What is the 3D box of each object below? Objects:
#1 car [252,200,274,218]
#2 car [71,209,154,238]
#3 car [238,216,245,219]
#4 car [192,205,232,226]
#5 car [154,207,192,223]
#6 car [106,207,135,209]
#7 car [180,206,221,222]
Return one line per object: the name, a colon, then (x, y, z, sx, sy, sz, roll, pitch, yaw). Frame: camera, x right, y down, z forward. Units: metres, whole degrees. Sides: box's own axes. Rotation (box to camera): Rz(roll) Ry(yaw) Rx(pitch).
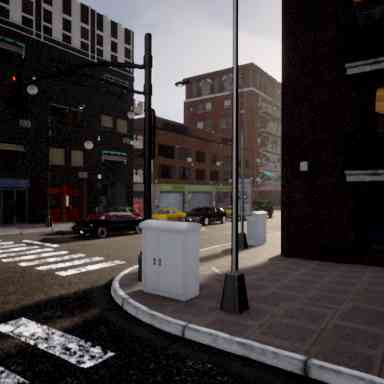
car: (7.151, 1.884, 36.580, 2.150, 2.045, 5.566, 0, 0, 35)
car: (-4.668, 1.878, 19.663, 1.895, 1.301, 4.718, 0, -1, 35)
car: (3.968, 2.149, 36.587, 1.752, 1.417, 4.829, -1, -2, 35)
car: (1.259, 1.977, 28.154, 1.837, 1.490, 4.892, 0, -1, 35)
car: (-2.353, 1.940, 27.528, 1.752, 1.417, 4.829, -1, -2, 35)
car: (-5.417, 1.754, 23.141, 1.967, 1.590, 4.097, -1, -2, 35)
car: (0.905, 2.088, 32.197, 1.947, 1.339, 4.313, -1, -2, 35)
